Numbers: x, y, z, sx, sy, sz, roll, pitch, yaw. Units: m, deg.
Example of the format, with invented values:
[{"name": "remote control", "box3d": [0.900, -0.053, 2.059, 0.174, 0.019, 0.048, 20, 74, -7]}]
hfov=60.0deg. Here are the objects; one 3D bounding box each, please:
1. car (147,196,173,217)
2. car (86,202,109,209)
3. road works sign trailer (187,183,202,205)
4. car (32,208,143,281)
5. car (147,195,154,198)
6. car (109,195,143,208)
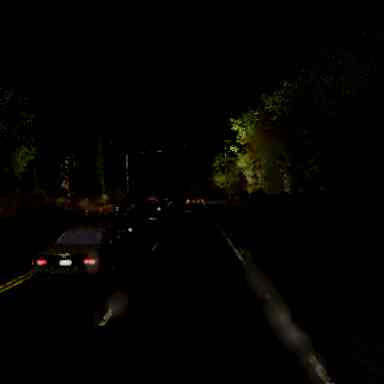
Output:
[{"name": "car", "box3d": [-2.960, 1.443, 31.999, 1.994, 1.385, 4.181, -1, 2, 0]}, {"name": "car", "box3d": [-9.741, 1.791, 35.212, 1.882, 1.535, 5.008, -3, 0, 1]}, {"name": "road works sign trailer", "box3d": [0.423, 0.306, 56.212, 2.380, 3.560, 2.880, -2, 0, 1]}, {"name": "car", "box3d": [-3.130, 1.629, 10.769, 2.033, 1.411, 5.357, -1, 4, 0]}, {"name": "car", "box3d": [-9.006, 1.530, 75.832, 1.882, 1.535, 5.008, -2, 0, 1]}, {"name": "car", "box3d": [-6.537, 1.294, 34.300, 2.097, 1.767, 4.553, -10, 6, 2]}]
